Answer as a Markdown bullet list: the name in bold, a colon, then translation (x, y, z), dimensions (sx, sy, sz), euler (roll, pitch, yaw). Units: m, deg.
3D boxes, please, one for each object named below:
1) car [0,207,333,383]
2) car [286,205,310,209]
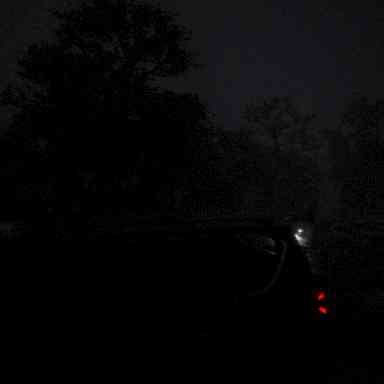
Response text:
- **car**: translation (-1.263, 1.226, 2.713), dimensions (5.566, 2.045, 2.150), euler (1, 0, -32)
- **car**: translation (7.630, 1.682, 24.336), dimensions (2.128, 1.511, 4.902), euler (0, -1, 31)
